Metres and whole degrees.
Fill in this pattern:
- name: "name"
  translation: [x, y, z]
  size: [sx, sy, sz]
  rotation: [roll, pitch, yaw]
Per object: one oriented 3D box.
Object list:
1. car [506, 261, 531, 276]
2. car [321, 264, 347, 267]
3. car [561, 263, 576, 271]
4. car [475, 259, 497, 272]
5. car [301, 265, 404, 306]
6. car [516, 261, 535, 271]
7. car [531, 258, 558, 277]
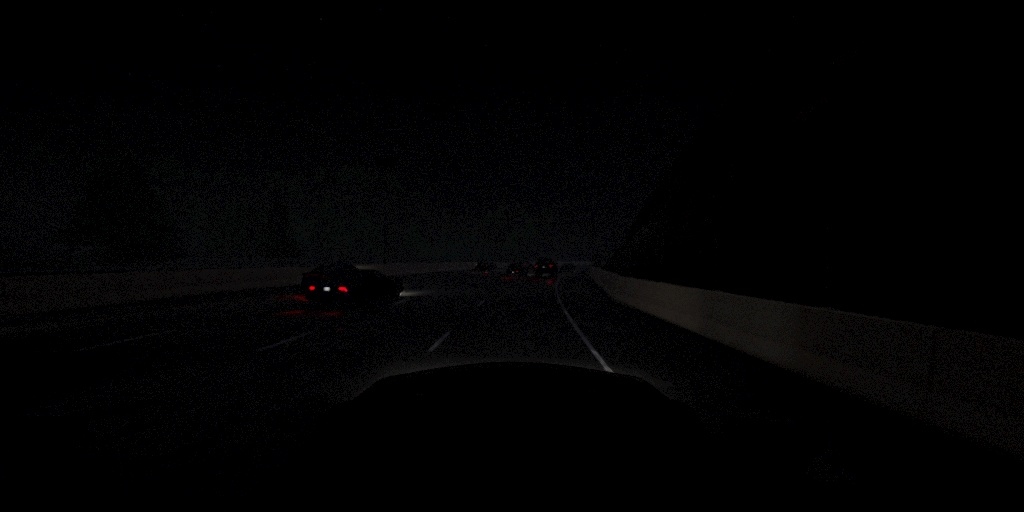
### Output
- name: "car"
  translation: [0.643, 1.515, 41.217]
  size: [1.837, 1.490, 4.892]
  rotation: [0, 0, 12]
- name: "car"
  translation: [-9.708, 1.202, 20.473]
  size: [1.882, 1.535, 5.008]
  rotation: [0, 0, 6]
- name: "car"
  translation: [9.761, 1.839, 61.773]
  size: [1.994, 1.385, 4.181]
  rotation: [1, 0, 19]
- name: "car"
  translation: [-3.782, 1.373, 53.534]
  size: [2.097, 1.767, 4.553]
  rotation: [1, 0, 16]
- name: "car"
  translation: [-6.609, 1.288, 15.775]
  size: [2.033, 1.411, 5.357]
  rotation: [1, 0, 6]
- name: "car"
  translation: [2.344, 1.641, 61.674]
  size: [1.882, 1.535, 5.008]
  rotation: [0, 0, 18]
- name: "car"
  translation: [3.925, 1.277, 40.724]
  size: [2.150, 2.045, 5.566]
  rotation: [1, 0, 12]
